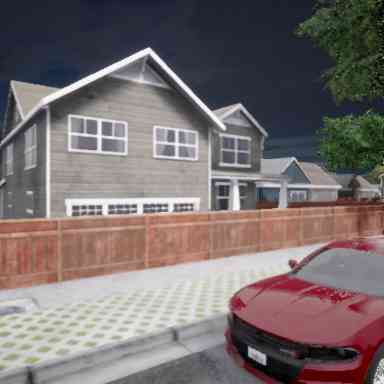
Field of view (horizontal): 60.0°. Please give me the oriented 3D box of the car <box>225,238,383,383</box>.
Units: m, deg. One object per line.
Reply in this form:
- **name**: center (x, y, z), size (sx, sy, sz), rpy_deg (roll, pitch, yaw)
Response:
- **car**: center (2.727, 1.487, 5.016), size (5.008, 1.535, 1.882), rpy_deg (0, 0, -36)
